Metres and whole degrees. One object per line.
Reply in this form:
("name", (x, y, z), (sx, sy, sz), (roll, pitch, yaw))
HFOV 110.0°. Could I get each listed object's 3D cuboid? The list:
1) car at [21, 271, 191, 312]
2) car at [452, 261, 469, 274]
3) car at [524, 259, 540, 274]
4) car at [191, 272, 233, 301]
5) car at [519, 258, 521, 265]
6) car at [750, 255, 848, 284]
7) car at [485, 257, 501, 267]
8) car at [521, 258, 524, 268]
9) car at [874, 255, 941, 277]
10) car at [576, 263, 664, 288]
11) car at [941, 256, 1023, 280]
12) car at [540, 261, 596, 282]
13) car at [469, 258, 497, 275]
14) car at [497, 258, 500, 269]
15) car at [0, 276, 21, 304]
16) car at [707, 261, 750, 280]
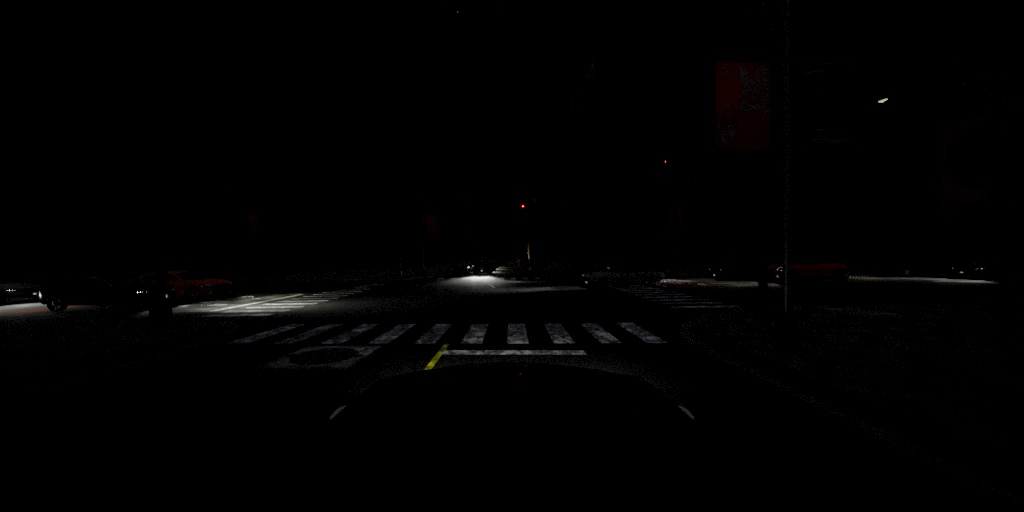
("car", (-17.624, 1.547, 15.751), (4.902, 1.511, 2.128), (-1, 0, 2))
("car", (-5.785, 1.305, 41.169), (2.007, 1.370, 4.403), (0, 0, 0))
("car", (2.740, 1.305, 41.206), (2.007, 1.370, 4.403), (0, 0, 0))
("car", (-17.646, 1.528, 18.995), (5.008, 1.535, 1.882), (-1, 0, 2))
("car", (2.664, 1.311, 57.539), (2.007, 1.370, 4.403), (0, 0, 0))
("car", (18.107, 0.752, 22.492), (4.553, 1.767, 2.097), (-1, 0, 0))
("car", (-3.191, 1.287, 58.933), (1.812, 1.442, 4.674), (0, 0, 0))
("car", (2.689, 1.303, 52.094), (1.888, 1.381, 4.507), (0, 0, 0))
("car", (29.044, 0.682, 25.754), (5.008, 1.535, 1.882), (-2, 0, 0))
("car", (6.636, 1.215, 21.906), (4.718, 1.301, 1.895), (-1, -1, -9))
("car", (30.545, 0.709, 22.501), (4.674, 1.442, 1.812), (-1, 0, 0))
("car", (4.974, 1.140, 27.026), (4.902, 1.511, 2.128), (-2, 0, 18))
("car", (-3.110, 1.246, 39.137), (2.128, 1.511, 4.902), (0, 0, 0))
("car", (-3.156, 1.305, 48.995), (2.033, 1.411, 5.357), (0, 0, 0))
("car", (-27.620, 1.763, 18.979), (4.674, 1.442, 1.812), (-1, 0, 0))
("car", (16.730, 1.020, 25.741), (4.718, 1.301, 1.895), (-1, 0, 0))
